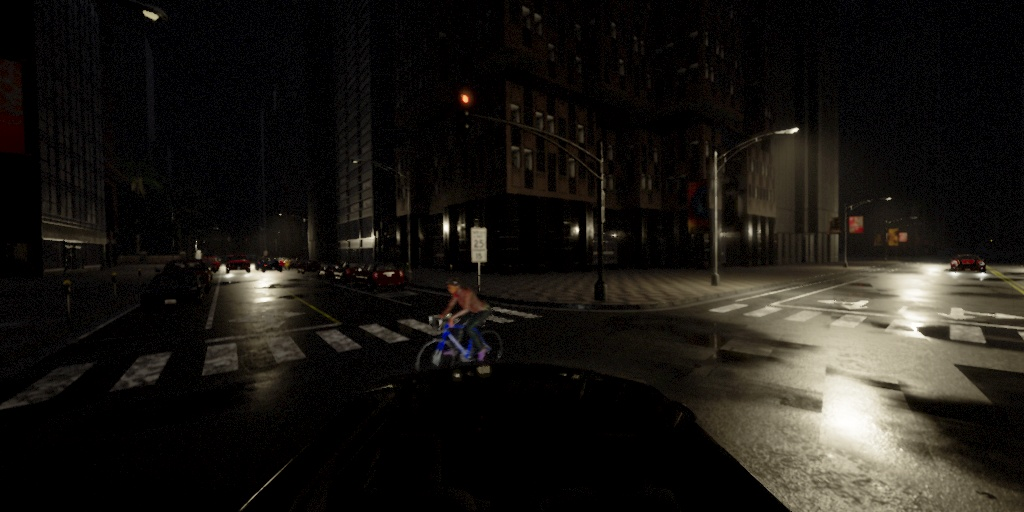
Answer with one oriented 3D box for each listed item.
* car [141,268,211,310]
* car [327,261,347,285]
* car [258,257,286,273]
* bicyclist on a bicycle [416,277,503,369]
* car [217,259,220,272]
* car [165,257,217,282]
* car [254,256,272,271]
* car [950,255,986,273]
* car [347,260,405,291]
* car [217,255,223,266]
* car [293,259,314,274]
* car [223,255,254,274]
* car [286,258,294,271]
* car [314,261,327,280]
[{"bbox_3d":[-14.461,1.370,15.472,1.948,1.339,4.313,0,0,-39],"label":"car"},{"bbox_3d":[-11.183,1.041,25.027,1.967,1.591,4.097,0,0,-39],"label":"car"},{"bbox_3d":[-27.739,1.149,41.365,1.812,1.442,4.674,-2,1,-38],"label":"car"},{"bbox_3d":[-0.813,1.166,5.913,1.656,1.620,0.582,-1,1,-39],"label":"bicyclist on a bicycle"},{"bbox_3d":[-34.775,1.330,40.912,1.802,1.307,4.207,0,0,-39],"label":"car"},{"bbox_3d":[-17.846,1.108,19.712,2.192,1.841,5.009,0,0,-39],"label":"car"},{"bbox_3d":[-32.785,0.965,47.623,2.097,1.767,4.553,-2,1,-39],"label":"car"},{"bbox_3d":[44.393,0.664,34.928,4.553,1.767,2.097,-1,1,-39],"label":"car"},{"bbox_3d":[-7.799,1.051,20.787,1.967,1.591,4.097,0,0,-39],"label":"car"},{"bbox_3d":[-38.160,1.055,45.152,2.192,1.841,5.009,0,0,-39],"label":"car"},{"bbox_3d":[-21.339,1.117,37.744,1.888,1.381,4.507,0,0,-39],"label":"car"},{"bbox_3d":[-31.239,0.911,40.875,2.150,2.045,5.566,-2,1,-39],"label":"car"},{"bbox_3d":[-28.214,1.081,46.356,1.751,1.417,4.829,0,0,-39],"label":"car"},{"bbox_3d":[-14.568,1.173,29.266,1.802,1.307,4.207,0,0,-39],"label":"car"}]
